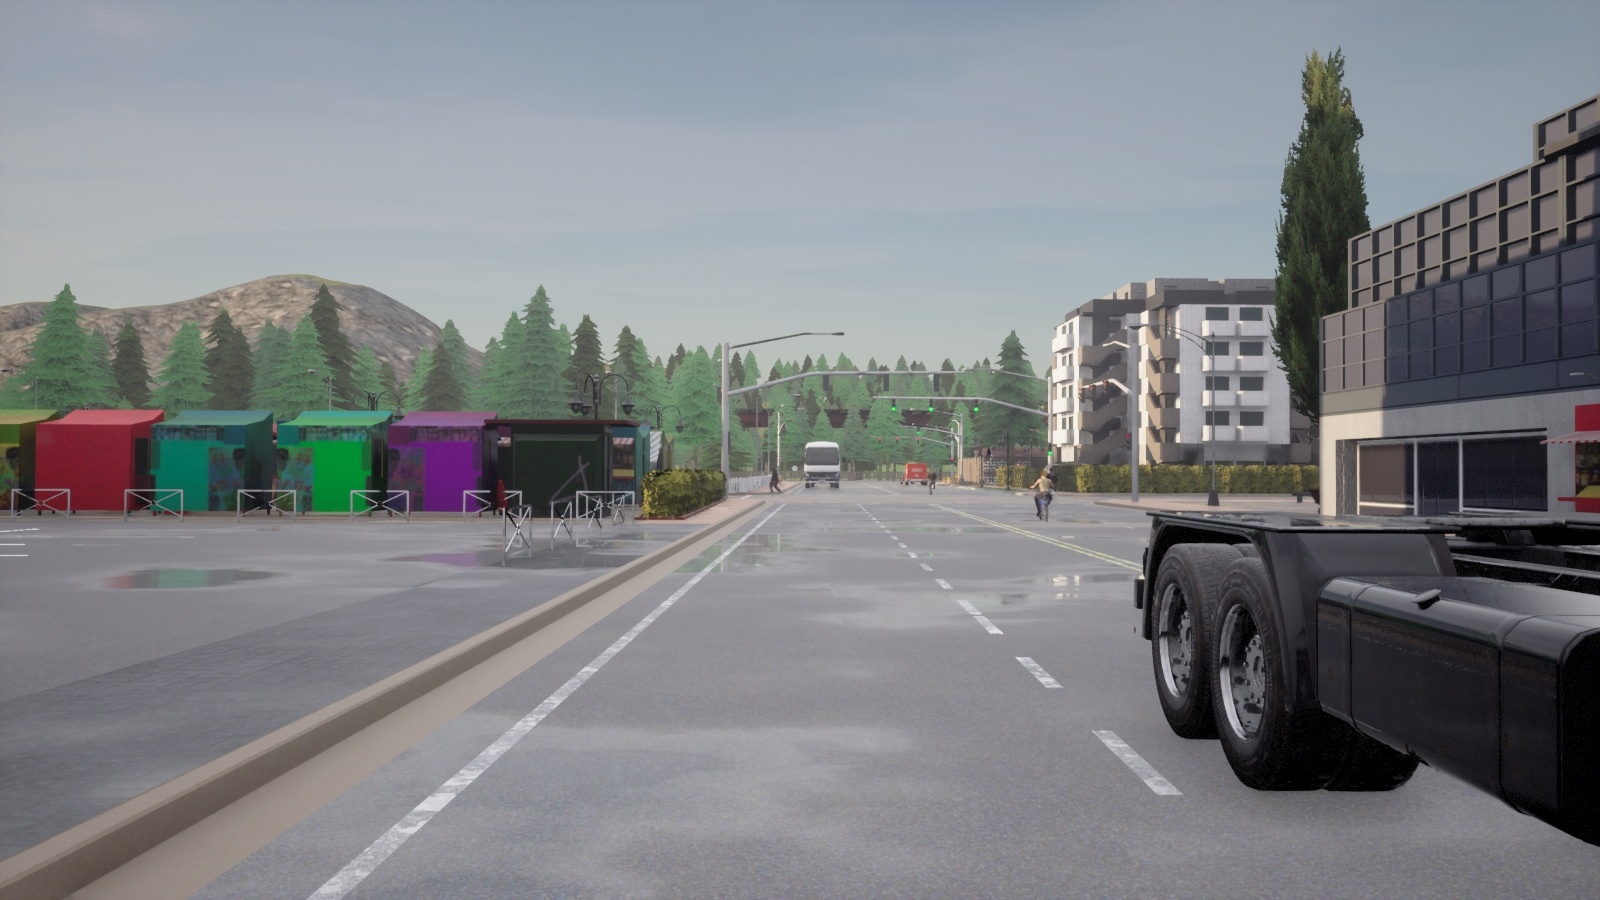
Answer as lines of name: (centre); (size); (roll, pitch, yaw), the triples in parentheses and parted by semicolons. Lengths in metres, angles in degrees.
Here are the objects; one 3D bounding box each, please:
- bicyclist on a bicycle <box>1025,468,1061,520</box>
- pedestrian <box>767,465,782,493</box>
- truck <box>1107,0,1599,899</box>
bicyclist on a bicycle: (7.664, 1.384, 39.615); (0.866, 1.612, 1.509); (0, -1, 1)
pedestrian: (-1.705, 1.947, 83.196); (0.899, 1.844, 0.634); (0, -1, -7)
truck: (3.537, -0.102, 4.747); (2.891, 3.462, 7.936); (0, -1, 1)
